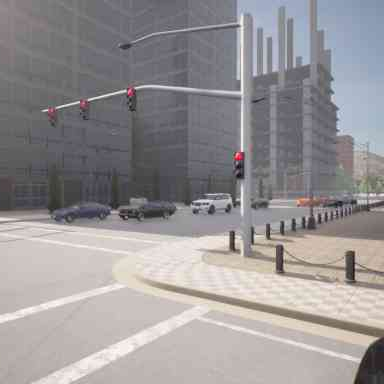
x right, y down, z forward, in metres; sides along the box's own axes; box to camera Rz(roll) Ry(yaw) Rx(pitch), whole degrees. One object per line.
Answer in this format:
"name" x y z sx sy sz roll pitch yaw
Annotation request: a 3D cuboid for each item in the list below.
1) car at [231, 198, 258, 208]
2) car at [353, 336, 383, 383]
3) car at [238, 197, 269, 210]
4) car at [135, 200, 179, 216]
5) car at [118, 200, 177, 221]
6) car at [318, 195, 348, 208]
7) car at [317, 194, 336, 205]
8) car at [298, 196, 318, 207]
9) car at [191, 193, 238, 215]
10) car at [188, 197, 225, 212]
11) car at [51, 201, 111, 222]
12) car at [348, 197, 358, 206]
"car" 7.630 1.545 47.868 1.895 1.301 4.718 0 0 36
"car" 3.072 1.564 1.778 4.181 1.385 1.994 0 0 36
"car" 8.244 1.422 42.747 1.882 1.535 5.008 0 0 36
"car" -3.355 1.508 32.656 1.994 1.385 4.181 0 0 36
"car" -3.564 1.545 26.378 1.895 1.301 4.718 0 0 36
"car" 19.677 1.436 46.323 2.128 1.511 4.902 0 0 36
"car" 23.172 1.297 57.174 2.097 1.767 4.553 0 0 36
"car" 17.247 1.298 48.936 2.097 1.767 4.553 0 0 36
"car" 2.144 1.166 34.294 2.150 2.045 5.566 0 0 36
"car" 1.785 1.436 39.784 2.128 1.511 4.902 0 0 36
"car" -8.434 1.470 25.619 1.812 1.442 4.674 0 0 38
"car" 26.104 1.492 55.252 2.033 1.411 5.357 0 0 36
